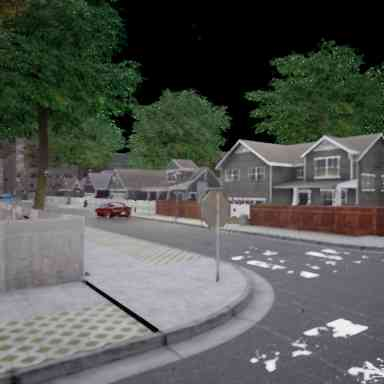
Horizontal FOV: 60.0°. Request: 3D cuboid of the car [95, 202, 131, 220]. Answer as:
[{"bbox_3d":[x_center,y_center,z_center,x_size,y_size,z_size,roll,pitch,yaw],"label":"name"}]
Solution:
[{"bbox_3d":[-7.284,1.645,30.382,1.882,1.535,5.008,1,0,-36],"label":"car"}]
